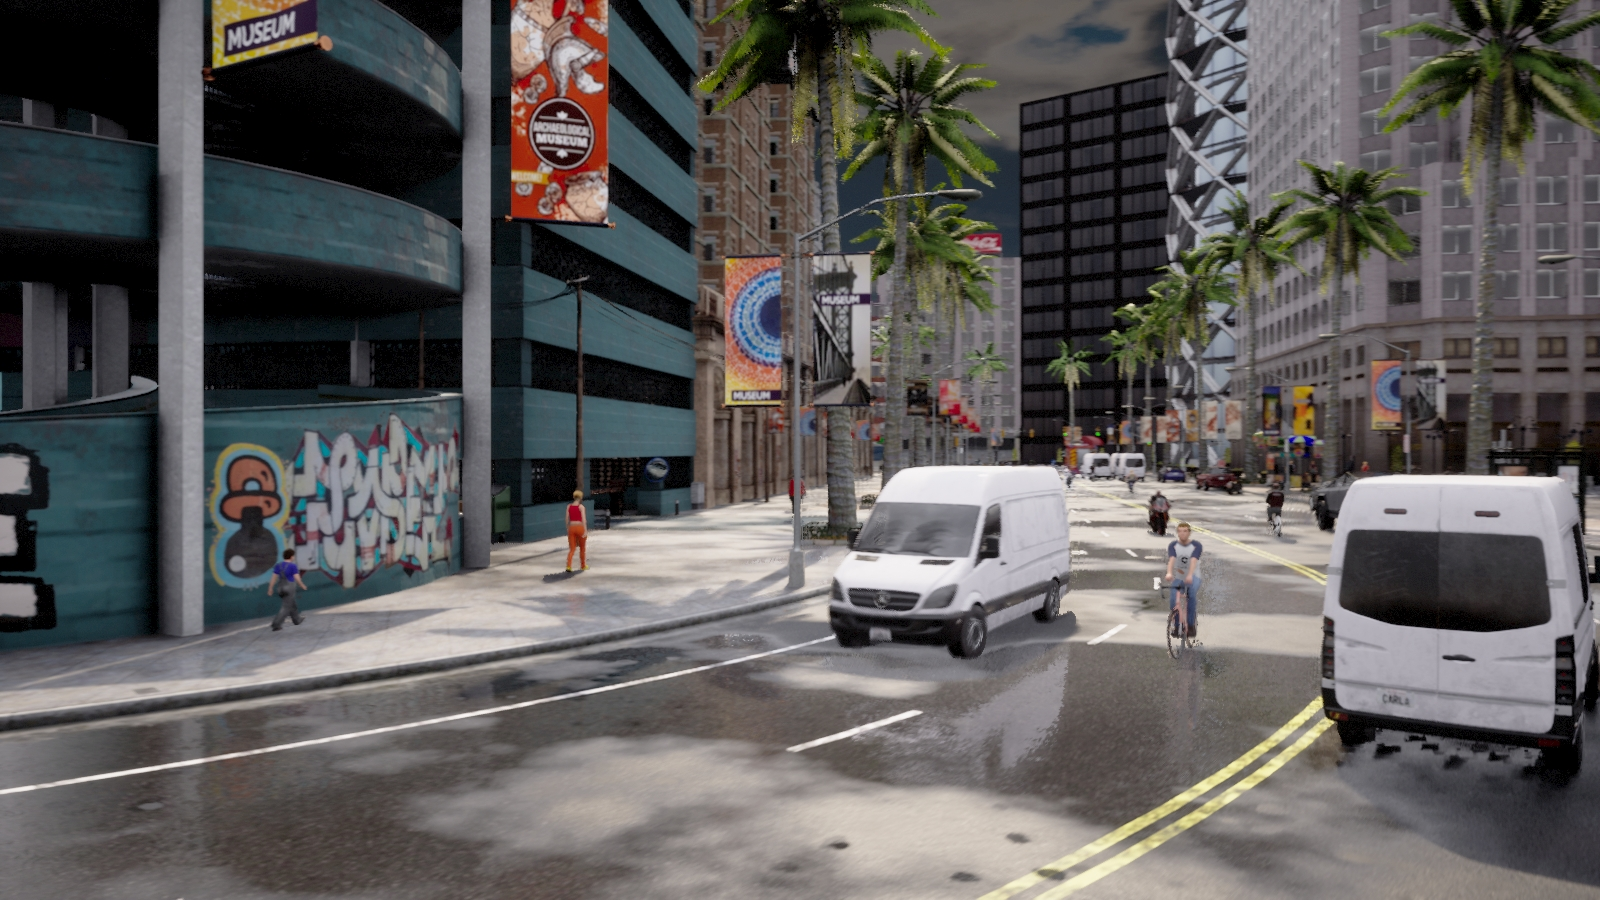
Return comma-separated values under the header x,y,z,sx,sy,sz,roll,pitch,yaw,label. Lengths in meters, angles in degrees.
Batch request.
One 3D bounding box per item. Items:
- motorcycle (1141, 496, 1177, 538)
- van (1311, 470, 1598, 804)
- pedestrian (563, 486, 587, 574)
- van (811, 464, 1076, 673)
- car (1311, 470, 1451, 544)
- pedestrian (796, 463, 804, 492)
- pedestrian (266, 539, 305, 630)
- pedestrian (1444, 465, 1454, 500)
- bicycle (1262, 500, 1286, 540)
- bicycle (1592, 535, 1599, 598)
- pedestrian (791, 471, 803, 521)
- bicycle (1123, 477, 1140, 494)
x,y,z,sx,sy,sz,roll,pitch,yaw,label
12.043,2.232,38.392,0.867,1.251,2.209,0,0,9,motorcycle
7.143,1.541,12.076,1.988,2.561,5.915,0,0,36,van
-4.869,1.721,24.750,0.375,1.860,0.375,0,0,16,pedestrian
2.453,1.548,17.615,1.988,2.561,5.915,0,0,29,van
18.987,1.775,37.725,2.390,2.098,6.274,0,0,10,car
-0.004,1.763,74.090,0.375,1.860,0.375,0,0,24,pedestrian
-7.658,1.996,17.002,0.375,1.300,0.375,0,0,20,pedestrian
34.797,1.735,61.245,0.375,1.860,0.375,0,0,9,pedestrian
15.213,2.233,36.698,0.329,1.171,1.835,0,0,10,bicycle
15.168,2.220,21.116,0.329,1.171,1.835,-1,0,18,bicycle
-0.124,1.736,43.107,0.375,1.860,0.375,0,0,14,pedestrian
21.596,2.309,74.428,0.859,1.080,1.487,0,0,9,bicycle
